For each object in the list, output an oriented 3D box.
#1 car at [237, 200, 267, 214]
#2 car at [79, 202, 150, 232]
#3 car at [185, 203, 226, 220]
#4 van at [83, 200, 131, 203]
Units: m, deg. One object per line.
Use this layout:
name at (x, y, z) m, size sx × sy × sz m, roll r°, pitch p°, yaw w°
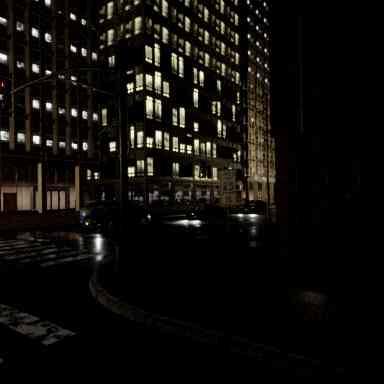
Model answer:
car at (7.104, 1.631, 37.269) m, size 1.812 × 1.442 × 4.674 m, roll -1°, pitch -1°, yaw 36°
car at (-4.659, 1.571, 20.982) m, size 1.837 × 1.490 × 4.892 m, roll -1°, pitch -1°, yaw 33°
car at (1.205, 1.649, 29.083) m, size 1.994 × 1.385 × 4.181 m, roll -1°, pitch -1°, yaw 36°
van at (-6.000, 1.460, 23.517) m, size 1.690 × 1.788 × 3.998 m, roll -2°, pitch -1°, yaw 36°
